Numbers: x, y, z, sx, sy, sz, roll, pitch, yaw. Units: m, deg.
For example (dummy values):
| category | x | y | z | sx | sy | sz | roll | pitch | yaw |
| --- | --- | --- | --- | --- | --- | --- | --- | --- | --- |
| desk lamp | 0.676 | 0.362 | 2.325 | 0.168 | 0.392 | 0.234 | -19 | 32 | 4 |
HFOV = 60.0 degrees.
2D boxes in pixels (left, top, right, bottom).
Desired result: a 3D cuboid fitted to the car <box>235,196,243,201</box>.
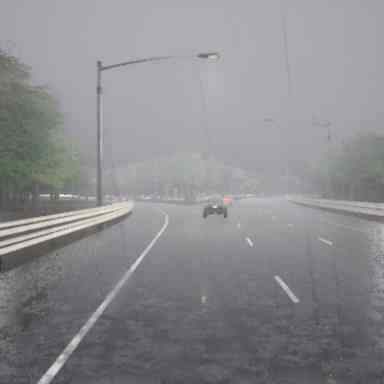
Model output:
| category | x | y | z | sx | sy | sz | roll | pitch | yaw |
| --- | --- | --- | --- | --- | --- | --- | --- | --- | --- |
| car | 12.492 | 1.659 | 88.867 | 1.895 | 1.301 | 4.718 | 0 | 0 | 15 |

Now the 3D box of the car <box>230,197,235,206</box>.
| category | x | y | z | sx | sy | sz | roll | pitch | yaw |
| --- | --- | --- | --- | --- | --- | --- | --- | --- | --- |
| car | 5.775 | 1.376 | 56.940 | 2.097 | 1.767 | 4.553 | 0 | 0 | 10 |

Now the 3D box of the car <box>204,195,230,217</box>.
| category | x | y | z | sx | sy | sz | roll | pitch | yaw |
| --- | --- | --- | --- | --- | --- | --- | --- | --- | --- |
| car | 2.264 | 1.362 | 31.431 | 2.097 | 1.767 | 4.553 | 0 | 0 | 6 |
